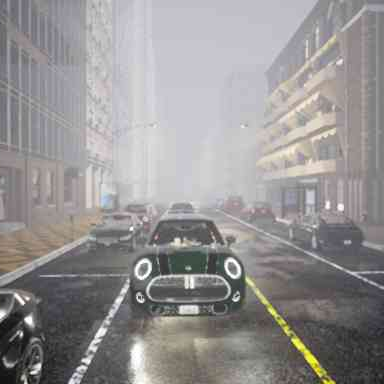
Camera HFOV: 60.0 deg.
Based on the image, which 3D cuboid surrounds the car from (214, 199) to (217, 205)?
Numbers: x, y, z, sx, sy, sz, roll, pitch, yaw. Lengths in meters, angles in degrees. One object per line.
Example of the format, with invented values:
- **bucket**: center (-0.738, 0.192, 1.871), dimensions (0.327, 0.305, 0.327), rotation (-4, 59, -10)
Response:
- **car**: center (4.195, 1.557, 42.119), dimensions (1.802, 1.307, 4.206), rotation (0, 0, -2)

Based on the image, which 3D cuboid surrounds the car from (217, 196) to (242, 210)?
- **car**: center (4.434, 1.292, 36.476), dimensions (2.192, 1.841, 5.009), rotation (0, 0, -2)

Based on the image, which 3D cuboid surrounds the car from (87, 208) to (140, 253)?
- **car**: center (-2.984, 1.541, 13.547), dimensions (2.008, 1.369, 4.403), rotation (0, 0, -2)

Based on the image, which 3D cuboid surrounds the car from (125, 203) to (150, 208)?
- **car**: center (-3.224, 1.428, 19.192), dimensions (1.967, 1.590, 4.097), rotation (0, 0, -2)

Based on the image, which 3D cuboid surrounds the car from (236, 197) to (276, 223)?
- **car**: center (4.911, 1.422, 25.188), dimensions (1.967, 1.590, 4.097), rotation (0, 0, -2)

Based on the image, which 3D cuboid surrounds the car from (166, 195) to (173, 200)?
- **car**: center (-6.326, 1.421, 92.558), dimensions (1.967, 1.590, 4.097), rotation (0, 0, -2)

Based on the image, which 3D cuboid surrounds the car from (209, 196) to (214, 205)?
- **car**: center (3.956, 1.554, 47.763), dimensions (1.802, 1.307, 4.206), rotation (0, 0, -2)

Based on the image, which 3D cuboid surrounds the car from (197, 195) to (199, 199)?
- **car**: center (2.763, 1.540, 75.981), dimensions (1.947, 1.339, 4.313), rotation (0, 0, -2)

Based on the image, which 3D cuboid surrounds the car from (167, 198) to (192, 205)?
- **car**: center (-0.709, 1.462, 23.431), dimensions (1.882, 1.535, 5.008), rotation (0, 0, -2)

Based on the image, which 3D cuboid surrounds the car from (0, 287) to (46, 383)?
- **car**: center (-2.507, 1.565, 2.260), dimensions (1.947, 1.339, 4.313), rotation (0, 0, -2)

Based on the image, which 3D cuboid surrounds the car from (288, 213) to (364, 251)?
- **car**: center (5.389, 1.538, 13.902), dimensions (2.008, 1.369, 4.403), rotation (0, 0, -2)

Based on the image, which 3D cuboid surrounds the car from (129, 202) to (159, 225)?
- **car**: center (-3.455, 1.510, 24.664), dimensions (1.752, 1.417, 4.829), rotation (0, 0, -2)

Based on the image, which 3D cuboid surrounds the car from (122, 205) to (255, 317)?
- **car**: center (-0.144, 1.346, 7.714), dimensions (2.097, 1.767, 4.553), rotation (0, 0, -2)

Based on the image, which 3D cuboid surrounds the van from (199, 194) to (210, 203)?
- **van**: center (3.001, 1.314, 70.337), dimensions (1.690, 1.788, 3.998), rotation (0, 0, -2)
